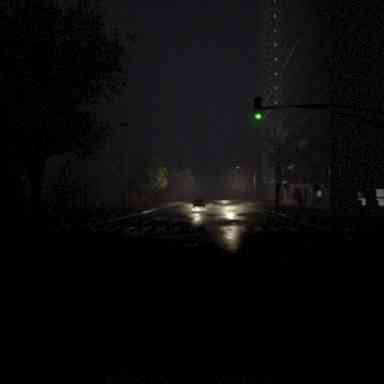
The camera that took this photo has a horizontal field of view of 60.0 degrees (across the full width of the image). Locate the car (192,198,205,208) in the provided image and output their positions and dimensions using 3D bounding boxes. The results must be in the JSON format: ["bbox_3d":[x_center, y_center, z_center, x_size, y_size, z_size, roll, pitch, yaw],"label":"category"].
[{"bbox_3d":[1.143,1.784,53.374,1.882,1.535,5.008,-1,0,5],"label":"car"}]
